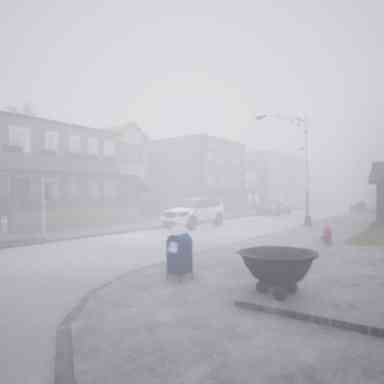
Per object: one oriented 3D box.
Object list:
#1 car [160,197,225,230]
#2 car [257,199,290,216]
[{"bbox_3d":[0.192,1.415,22.988,2.150,2.045,5.566,-1,-1,35],"label":"car"},{"bbox_3d":[8.516,1.549,34.637,2.097,1.767,4.553,-1,-1,36],"label":"car"}]
